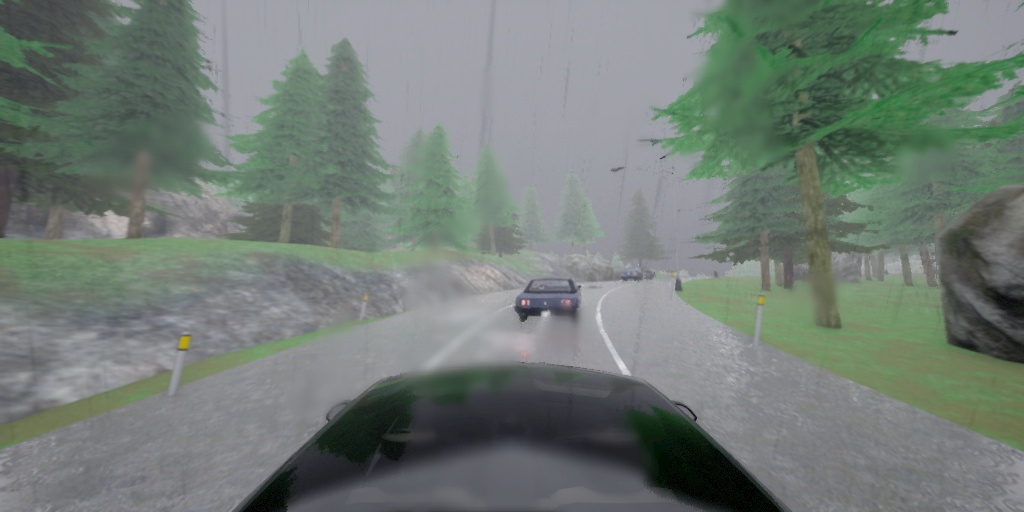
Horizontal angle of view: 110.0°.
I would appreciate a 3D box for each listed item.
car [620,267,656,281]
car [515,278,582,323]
[{"bbox_3d":[12.499,1.758,35.480,2.033,1.411,5.357,-5,-4,39],"label":"car"},{"bbox_3d":[1.460,1.393,12.466,1.895,1.301,4.718,-1,-1,12],"label":"car"}]
